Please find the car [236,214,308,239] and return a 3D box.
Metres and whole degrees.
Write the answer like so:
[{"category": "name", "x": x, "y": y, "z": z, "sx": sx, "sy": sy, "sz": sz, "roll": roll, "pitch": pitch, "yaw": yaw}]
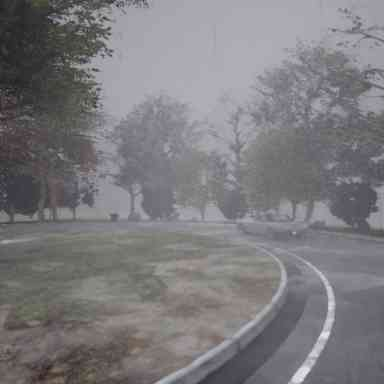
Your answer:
[{"category": "car", "x": 4.587, "y": 1.964, "z": 19.974, "sx": 1.895, "sy": 1.301, "sz": 4.718, "roll": 0, "pitch": -1, "yaw": -26}]
